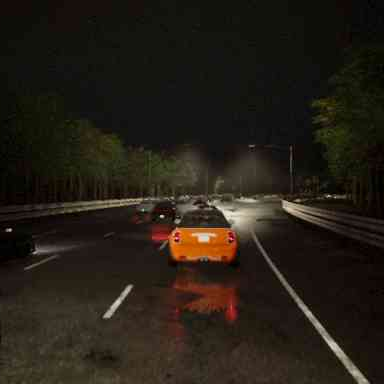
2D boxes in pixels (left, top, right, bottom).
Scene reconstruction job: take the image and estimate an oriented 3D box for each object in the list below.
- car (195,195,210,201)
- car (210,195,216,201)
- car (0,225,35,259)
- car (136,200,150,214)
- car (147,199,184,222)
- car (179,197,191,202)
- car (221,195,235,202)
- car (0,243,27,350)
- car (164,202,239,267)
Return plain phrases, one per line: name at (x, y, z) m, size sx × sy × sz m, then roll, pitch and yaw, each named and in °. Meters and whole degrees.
car at (1.566, 1.640, 58.860) m, size 1.812 × 1.442 × 4.674 m, roll 0°, pitch 0°, yaw 9°
car at (3.393, 1.466, 70.809) m, size 2.097 × 1.767 × 4.553 m, roll 0°, pitch 0°, yaw 10°
car at (-6.569, 1.586, 10.039) m, size 1.994 × 1.385 × 4.181 m, roll 1°, pitch 0°, yaw 2°
car at (-4.782, 1.619, 36.437) m, size 1.812 × 1.442 × 4.674 m, roll 0°, pitch 0°, yaw 6°
car at (-2.044, 1.582, 27.124) m, size 1.837 × 1.490 × 4.892 m, roll 0°, pitch -1°, yaw 4°
car at (-1.533, 1.657, 63.236) m, size 2.033 × 1.411 × 5.357 m, roll 0°, pitch 0°, yaw 10°
car at (8.039, 1.464, 76.652) m, size 2.097 × 1.767 × 4.553 m, roll 0°, pitch 0°, yaw 11°
car at (-3.285, 1.482, 2.062) m, size 1.882 × 1.535 × 5.008 m, roll 0°, pitch -1°, yaw 1°
car at (0.432, 1.387, 11.730) m, size 2.097 × 1.767 × 4.553 m, roll 0°, pitch 0°, yaw 2°
